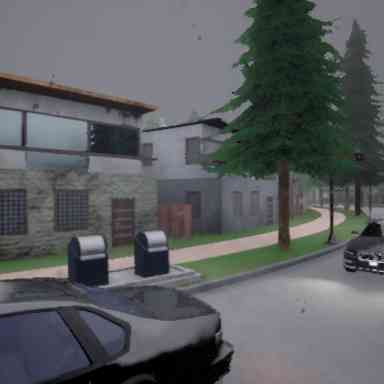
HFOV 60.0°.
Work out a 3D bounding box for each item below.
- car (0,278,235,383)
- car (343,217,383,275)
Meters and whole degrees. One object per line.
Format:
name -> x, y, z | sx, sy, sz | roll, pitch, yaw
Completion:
car -> -2.071, 1.573, 2.713 | 5.357, 1.411, 2.033 | 0, 0, -37
car -> 6.160, 1.522, 9.973 | 1.837, 1.490, 4.892 | -1, 0, 44
